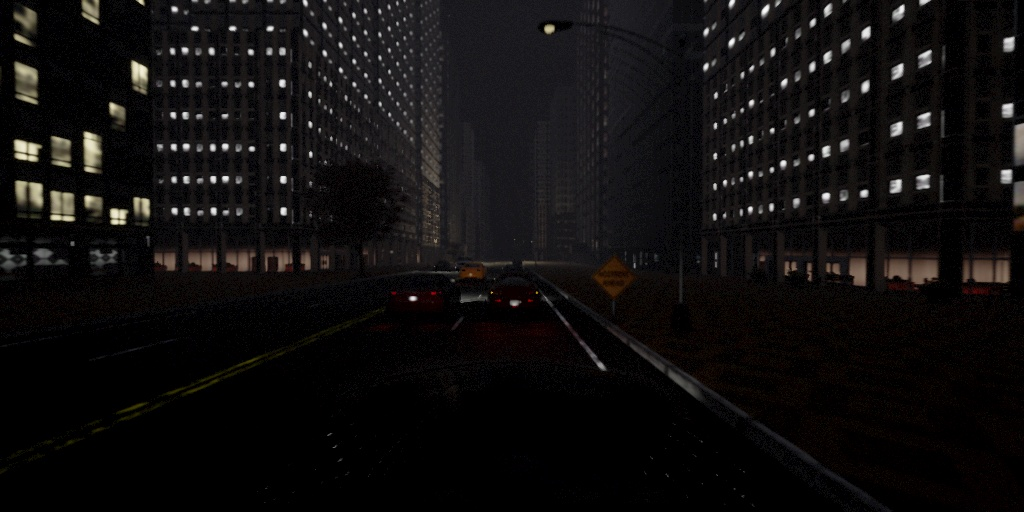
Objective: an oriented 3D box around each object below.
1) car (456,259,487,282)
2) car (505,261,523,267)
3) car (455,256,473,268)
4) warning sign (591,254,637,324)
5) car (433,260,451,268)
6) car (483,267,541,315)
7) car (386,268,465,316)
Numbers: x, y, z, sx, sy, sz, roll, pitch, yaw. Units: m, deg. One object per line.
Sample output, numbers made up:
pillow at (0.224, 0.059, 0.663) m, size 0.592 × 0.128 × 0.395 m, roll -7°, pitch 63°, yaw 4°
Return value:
car at (-3.155, 1.282, 29.933) m, size 1.882 × 1.535 × 5.008 m, roll 0°, pitch 0°, yaw 0°
car at (0.087, 1.366, 28.666) m, size 1.994 × 1.385 × 4.181 m, roll 0°, pitch 0°, yaw 0°
car at (-6.559, 1.064, 49.956) m, size 2.150 × 2.045 × 5.566 m, roll 0°, pitch 0°, yaw 0°
warning sign at (2.854, 0.881, 10.140) m, size 1.300 × 1.860 × 1.060 m, roll 0°, pitch 0°, yaw 0°
car at (-9.806, 1.347, 50.412) m, size 1.837 × 1.490 × 4.892 m, roll 0°, pitch 0°, yaw 0°
car at (0.081, 1.298, 13.542) m, size 1.812 × 1.442 × 4.674 m, roll 0°, pitch 0°, yaw 0°
car at (-3.169, 1.337, 13.522) m, size 1.994 × 1.385 × 4.181 m, roll 0°, pitch 0°, yaw 0°
